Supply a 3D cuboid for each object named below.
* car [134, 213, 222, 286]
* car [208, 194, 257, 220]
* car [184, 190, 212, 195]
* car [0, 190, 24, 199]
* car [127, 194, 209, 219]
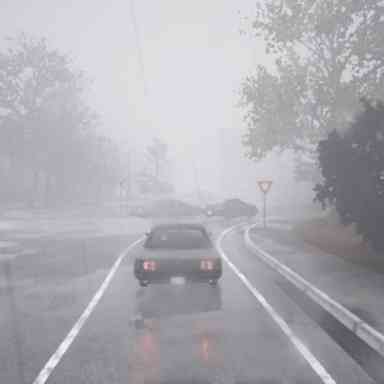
[{"bbox_3d":[-0.354,1.515,9.166,1.895,1.301,4.718,0,1,-2],"label":"car"},{"bbox_3d":[2.700,1.097,23.128,1.812,1.442,4.674,1,2,43],"label":"car"},{"bbox_3d":[0.835,0.366,54.169,5.357,1.411,2.033,1,2,37],"label":"car"},{"bbox_3d":[-28.585,0.363,51.478,1.812,1.442,4.674,1,1,43],"label":"car"},{"bbox_3d":[-1.689,1.128,22.751,5.357,1.411,2.033,-1,2,-38],"label":"car"}]
